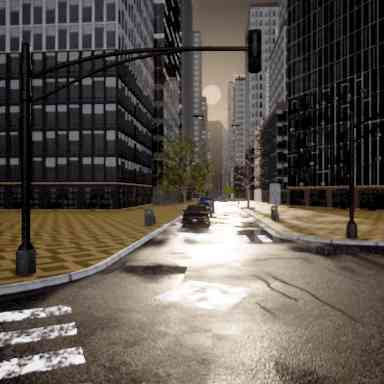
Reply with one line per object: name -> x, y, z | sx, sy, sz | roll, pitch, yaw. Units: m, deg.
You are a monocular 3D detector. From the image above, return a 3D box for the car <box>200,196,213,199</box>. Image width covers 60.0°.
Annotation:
car -> 2.032, 1.609, 45.964 | 2.150, 2.045, 5.566 | 0, -1, 5

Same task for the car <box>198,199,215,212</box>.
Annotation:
car -> 1.194, 1.819, 35.337 | 1.812, 1.442, 4.674 | 0, 0, 5

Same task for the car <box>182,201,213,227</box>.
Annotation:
car -> 0.389, 1.684, 25.149 | 1.882, 1.535, 5.008 | 0, 0, 5
